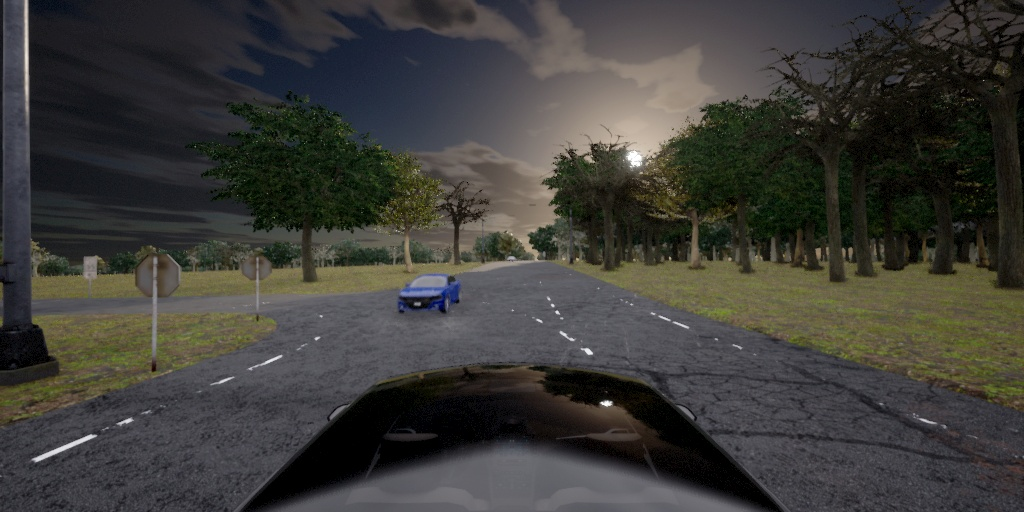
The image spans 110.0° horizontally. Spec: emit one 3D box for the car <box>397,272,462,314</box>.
[{"bbox_3d":[-3.414,1.499,15.627,1.882,1.535,5.008,-1,0,1],"label":"car"}]
